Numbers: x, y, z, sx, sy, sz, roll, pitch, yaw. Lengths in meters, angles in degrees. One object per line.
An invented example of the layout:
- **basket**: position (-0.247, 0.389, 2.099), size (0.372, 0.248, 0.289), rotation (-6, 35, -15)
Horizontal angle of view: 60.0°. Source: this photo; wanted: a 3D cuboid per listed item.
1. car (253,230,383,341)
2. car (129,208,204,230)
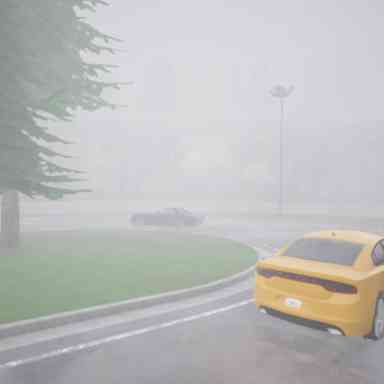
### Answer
- **car**: position (3.184, 1.532, 6.814), size (1.882, 1.535, 5.008), rotation (1, 0, 42)
- **car**: position (-1.687, 1.695, 21.805), size (4.718, 1.301, 1.895), rotation (0, 0, 19)
